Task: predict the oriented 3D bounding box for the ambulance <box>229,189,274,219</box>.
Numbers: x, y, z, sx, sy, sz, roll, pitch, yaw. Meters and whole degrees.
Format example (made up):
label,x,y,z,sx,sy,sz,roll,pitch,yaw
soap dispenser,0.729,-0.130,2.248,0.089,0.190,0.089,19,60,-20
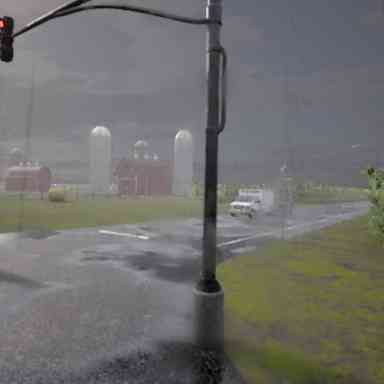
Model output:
label,x,y,z,sx,sy,sz,roll,pitch,yaw
ambulance,5.563,0.987,29.231,2.351,2.431,6.366,2,1,35
